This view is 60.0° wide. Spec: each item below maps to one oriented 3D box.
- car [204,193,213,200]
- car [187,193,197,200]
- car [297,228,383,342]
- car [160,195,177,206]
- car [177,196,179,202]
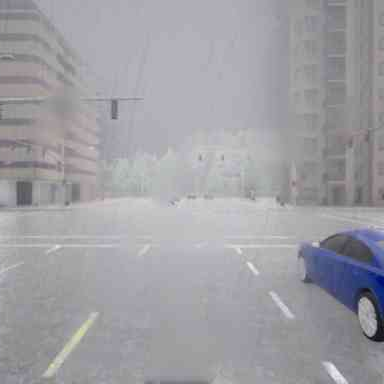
[{"bbox_3d":[3.480,0.923,70.600,1.837,1.490,4.892,0,0,0],"label":"car"},{"bbox_3d":[-0.020,0.947,70.599,1.812,1.442,4.674,0,0,0],"label":"car"},{"bbox_3d":[3.563,1.439,6.424,1.882,1.535,5.008,0,0,0],"label":"car"},{"bbox_3d":[-3.583,1.236,49.289,1.812,1.442,4.674,0,1,0],"label":"car"},{"bbox_3d":[-3.546,1.187,63.841,1.994,1.385,4.181,0,0,1],"label":"car"}]
